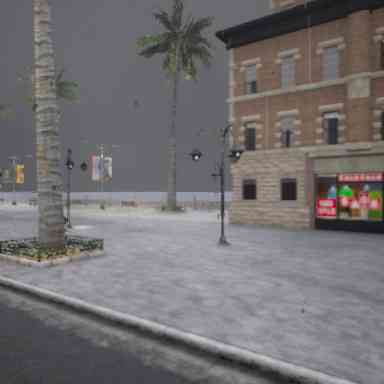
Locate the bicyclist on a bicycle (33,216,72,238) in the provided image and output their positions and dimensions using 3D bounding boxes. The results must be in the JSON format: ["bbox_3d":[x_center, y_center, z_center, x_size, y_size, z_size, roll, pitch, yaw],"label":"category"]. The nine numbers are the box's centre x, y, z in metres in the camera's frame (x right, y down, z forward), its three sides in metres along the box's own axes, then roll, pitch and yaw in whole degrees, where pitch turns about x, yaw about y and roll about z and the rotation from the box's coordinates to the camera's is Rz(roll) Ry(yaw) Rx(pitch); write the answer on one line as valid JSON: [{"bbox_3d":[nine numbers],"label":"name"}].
[{"bbox_3d":[-5.029,1.289,12.083,0.582,1.620,1.656,0,-1,35],"label":"bicyclist on a bicycle"}]
